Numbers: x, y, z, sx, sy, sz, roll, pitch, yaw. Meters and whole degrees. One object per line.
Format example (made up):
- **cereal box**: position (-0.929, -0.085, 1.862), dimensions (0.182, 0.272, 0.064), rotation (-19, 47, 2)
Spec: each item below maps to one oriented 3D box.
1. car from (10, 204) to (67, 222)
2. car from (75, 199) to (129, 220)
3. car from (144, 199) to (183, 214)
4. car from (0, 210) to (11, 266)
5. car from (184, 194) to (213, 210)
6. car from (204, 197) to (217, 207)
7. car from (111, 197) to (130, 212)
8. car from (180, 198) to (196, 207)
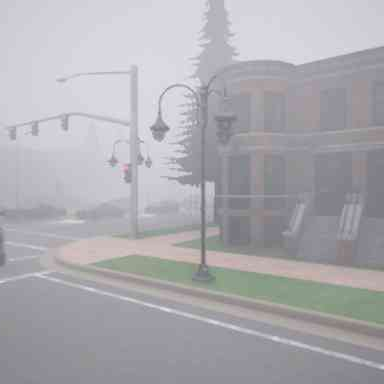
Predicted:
- **car**: position (-12.772, 1.624, 27.024), dimensions (1.895, 1.301, 4.718), rotation (0, 0, 35)
- **car**: position (-7.749, 1.584, 28.163), dimensions (1.994, 1.385, 4.181), rotation (0, 0, 34)
- **car**: position (-3.172, 1.585, 35.206), dimensions (1.994, 1.385, 4.181), rotation (0, 0, 31)
- **car**: position (-7.423, 1.235, 10.929), dimensions (2.150, 2.045, 5.566), rotation (-1, 1, -31)
- **car**: position (0.924, 1.245, 43.913), dimensions (2.150, 2.045, 5.566), rotation (0, 0, 17)
- **car**: position (3.080, 1.531, 53.890), dimensions (1.837, 1.490, 4.892), rotation (0, 0, 6)
- **car**: position (-7.781, 1.376, 34.400), dimensions (2.097, 1.767, 4.553), rotation (0, 0, 33)
- **car**: position (-0.554, 1.630, 52.605), dimensions (1.895, 1.301, 4.718), rotation (0, 0, 7)
